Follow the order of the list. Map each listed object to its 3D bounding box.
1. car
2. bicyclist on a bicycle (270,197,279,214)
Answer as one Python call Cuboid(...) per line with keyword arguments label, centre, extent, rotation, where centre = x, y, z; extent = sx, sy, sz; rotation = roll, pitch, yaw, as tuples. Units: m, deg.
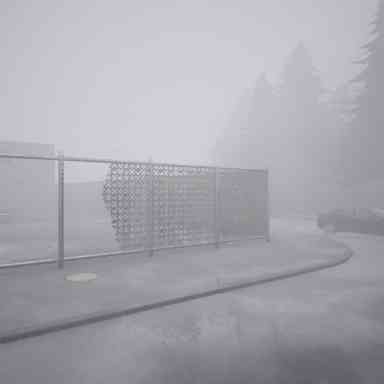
Cuboid(label="car", centre=(8.854, 1.478, 16.843), extent=(1.882, 1.535, 5.008), rotation=(0, 0, -38))
Cuboid(label="bicyclist on a bicycle", centre=(7.911, 1.349, 32.441), extent=(1.656, 1.620, 0.582), rotation=(0, 0, -36))
